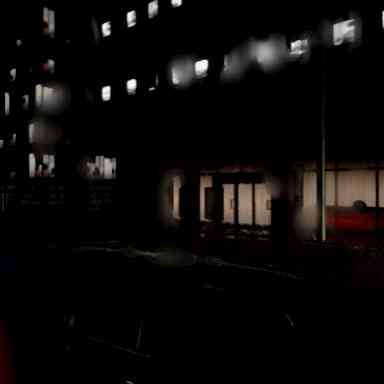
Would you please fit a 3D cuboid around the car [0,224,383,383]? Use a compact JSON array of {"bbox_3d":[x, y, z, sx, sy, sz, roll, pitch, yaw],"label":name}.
[{"bbox_3d":[-0.495,1.335,3.217,5.009,1.841,2.192,-1,0,36],"label":"car"}]
